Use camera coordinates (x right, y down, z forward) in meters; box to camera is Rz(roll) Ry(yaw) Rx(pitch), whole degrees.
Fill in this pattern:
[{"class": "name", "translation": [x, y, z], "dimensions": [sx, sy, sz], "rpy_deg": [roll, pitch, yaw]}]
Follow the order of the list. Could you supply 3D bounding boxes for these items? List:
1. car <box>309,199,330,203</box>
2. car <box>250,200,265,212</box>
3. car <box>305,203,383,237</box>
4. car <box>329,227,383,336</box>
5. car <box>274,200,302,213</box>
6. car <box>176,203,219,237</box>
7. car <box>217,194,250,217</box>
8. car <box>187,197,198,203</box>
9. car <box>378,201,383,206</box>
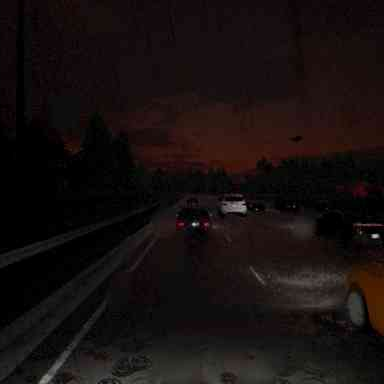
[{"class": "car", "translation": [14.113, 1.524, 36.897], "dimensions": [1.812, 1.442, 4.674], "rpy_deg": [0, 0, 0]}, {"class": "car", "translation": [7.113, 1.599, 38.903], "dimensions": [1.895, 1.301, 4.718], "rpy_deg": [0, 0, 0]}, {"class": "car", "translation": [7.106, 1.491, 15.322], "dimensions": [2.128, 1.511, 4.902], "rpy_deg": [0, 0, 0]}, {"class": "car", "translation": [3.602, 1.477, 3.826], "dimensions": [1.882, 1.535, 5.008], "rpy_deg": [0, 0, 0]}, {"class": "car", "translation": [10.609, 1.546, 36.975], "dimensions": [2.033, 1.411, 5.357], "rpy_deg": [0, 0, 0]}, {"class": "car", "translation": [0.106, 1.547, 17.838], "dimensions": [2.033, 1.411, 5.357], "rpy_deg": [0, 0, 0]}, {"class": "car", "translation": [3.612, 1.220, 30.878], "dimensions": [2.150, 2.045, 5.566], "rpy_deg": [0, 0, 0]}, {"class": "car", "translation": [0.119, 1.561, 63.658], "dimensions": [1.994, 1.385, 4.181], "rpy_deg": [0, 0, 0]}, {"class": "car", "translation": [22.933, 1.211, 37.037], "dimensions": [3.866, 1.878, 1.905], "rpy_deg": [0, 0, 0]}]
